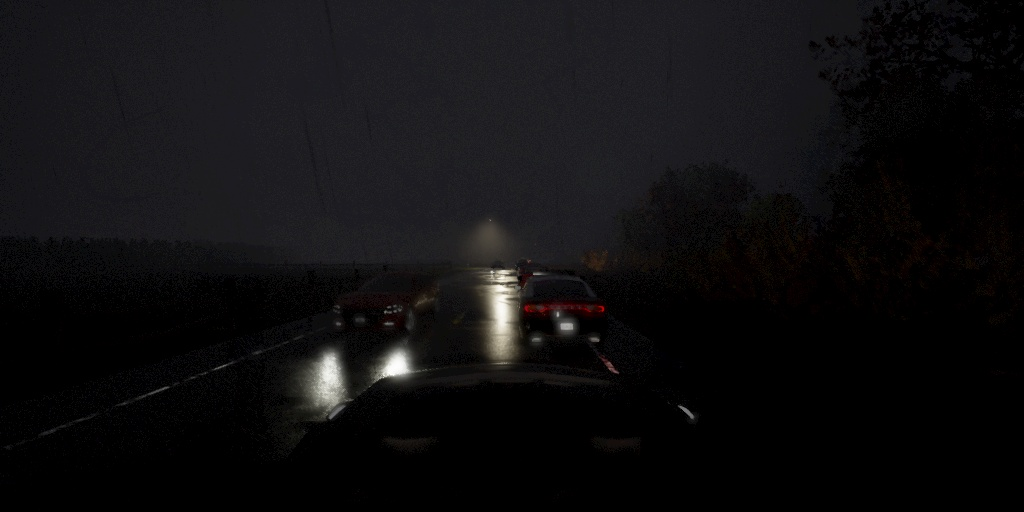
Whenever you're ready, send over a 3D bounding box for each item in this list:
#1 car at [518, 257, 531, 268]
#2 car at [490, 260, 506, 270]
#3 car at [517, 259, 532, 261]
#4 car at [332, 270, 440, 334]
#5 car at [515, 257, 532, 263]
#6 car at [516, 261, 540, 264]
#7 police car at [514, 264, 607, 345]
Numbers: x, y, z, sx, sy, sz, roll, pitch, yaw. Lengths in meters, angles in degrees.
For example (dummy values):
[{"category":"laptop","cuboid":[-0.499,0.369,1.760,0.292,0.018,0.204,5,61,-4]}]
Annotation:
[{"category":"car","cuboid":[2.167,1.062,61.116,2.097,1.767,4.553,0,0,4]},{"category":"car","cuboid":[-2.007,1.245,51.857,1.812,1.442,4.674,0,0,4]},{"category":"car","cuboid":[1.428,1.218,25.431,1.882,1.535,5.008,0,0,2]},{"category":"car","cuboid":[-3.515,1.225,10.879,1.882,1.535,5.008,0,0,1]},{"category":"car","cuboid":[1.458,1.227,49.185,1.837,1.490,4.892,0,0,4]},{"category":"car","cuboid":[1.270,1.222,19.452,1.882,1.535,5.008,0,0,1]},{"category":"police car","cuboid":[1.101,1.173,9.597,1.930,1.638,5.238,0,0,1]}]
